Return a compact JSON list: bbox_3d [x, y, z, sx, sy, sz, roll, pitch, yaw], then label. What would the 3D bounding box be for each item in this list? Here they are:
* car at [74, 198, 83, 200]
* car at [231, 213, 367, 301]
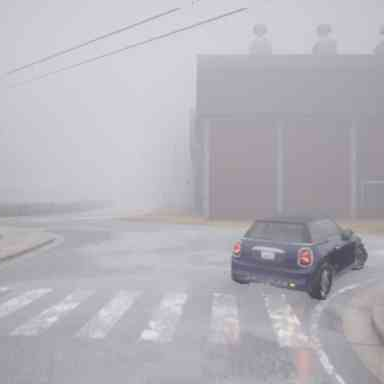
[{"bbox_3d":[-27.390,2.014,79.071,4.718,1.301,1.895,0,0,1],"label":"car"},{"bbox_3d":[2.955,1.338,8.763,2.097,1.767,4.553,0,1,39],"label":"car"}]
